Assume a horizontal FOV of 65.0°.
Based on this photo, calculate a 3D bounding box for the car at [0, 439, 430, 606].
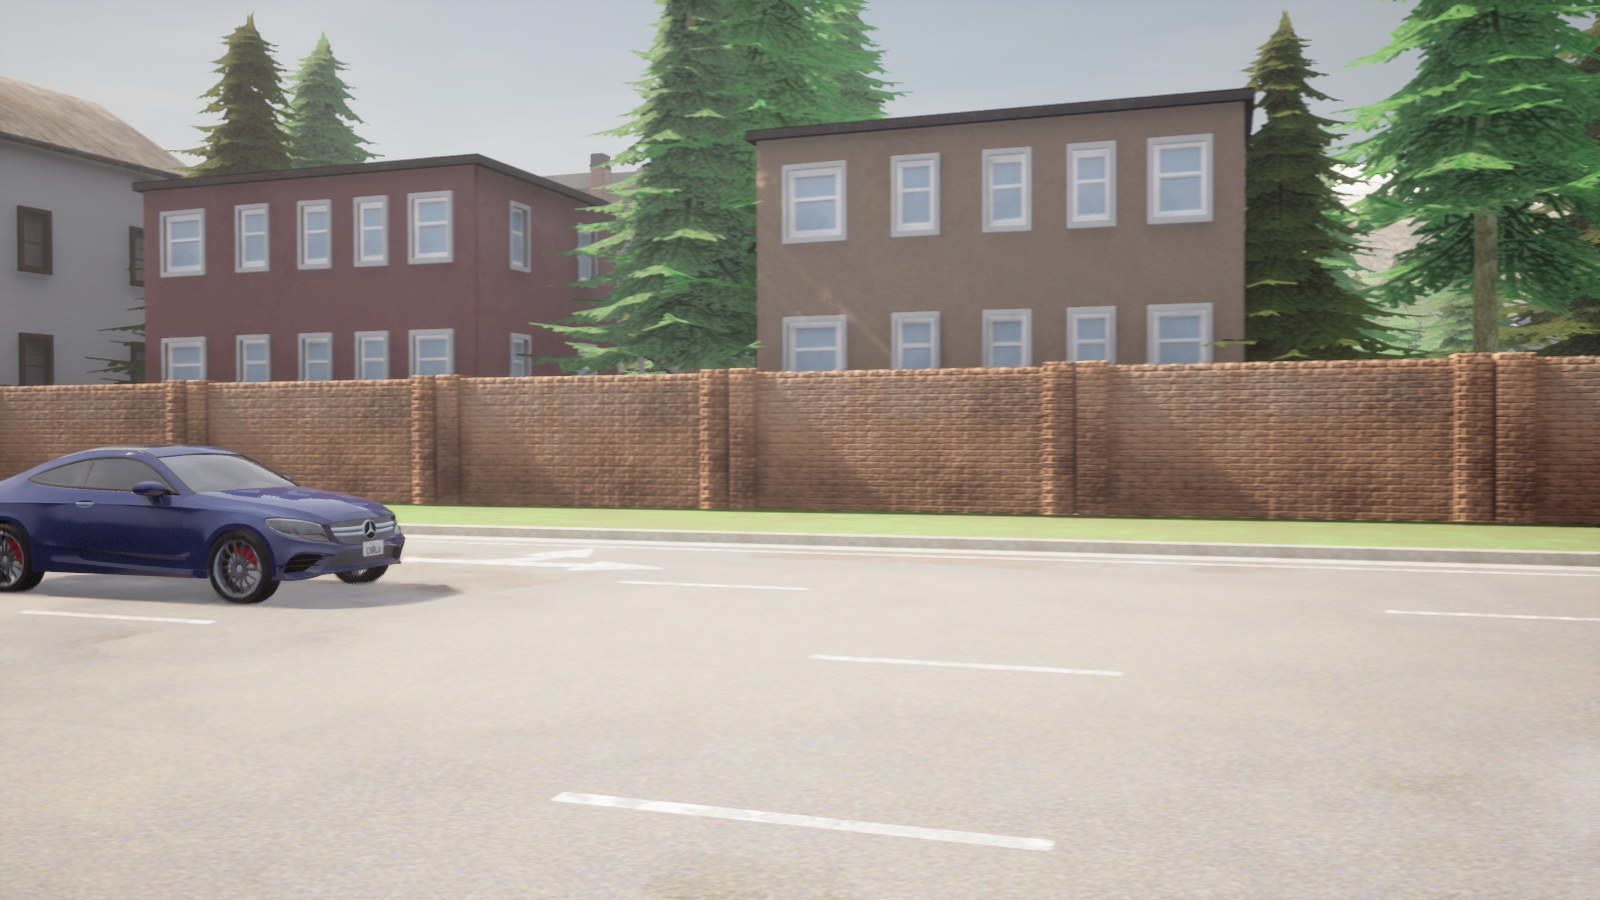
[{"bbox_3d":[-6.271,0.626,12.688,4.674,1.442,1.812,1,1,19],"label":"car"}]
